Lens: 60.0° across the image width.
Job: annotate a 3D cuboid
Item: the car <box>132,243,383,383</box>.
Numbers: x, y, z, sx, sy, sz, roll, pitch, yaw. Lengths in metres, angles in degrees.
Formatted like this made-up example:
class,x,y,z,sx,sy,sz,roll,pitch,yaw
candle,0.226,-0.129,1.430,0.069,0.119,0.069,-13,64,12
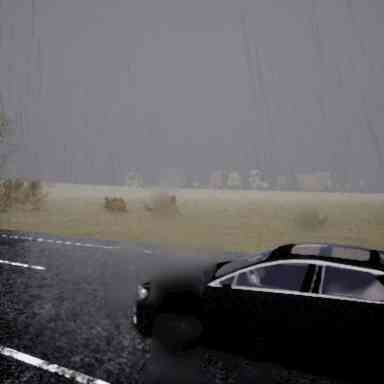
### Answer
class,x,y,z,sx,sy,sz,roll,pitch,yaw
car,1.475,1.464,4.481,4.902,1.511,2.128,1,0,27
